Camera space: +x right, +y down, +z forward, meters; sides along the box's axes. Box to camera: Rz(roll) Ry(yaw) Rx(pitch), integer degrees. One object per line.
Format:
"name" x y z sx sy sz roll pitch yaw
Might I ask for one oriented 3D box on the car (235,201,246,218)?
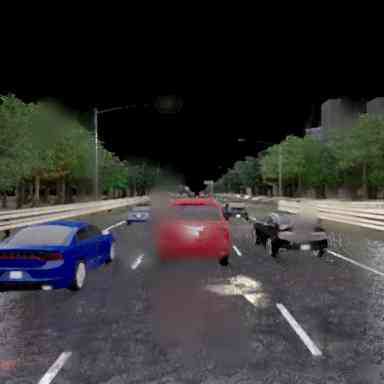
"car" 3.578 1.552 28.005 1.837 1.490 4.892 0 1 0

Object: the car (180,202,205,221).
"car" 0.080 1.608 28.406 1.994 1.385 4.181 0 0 0

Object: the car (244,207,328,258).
"car" 3.572 1.525 12.857 2.128 1.511 4.902 0 0 0

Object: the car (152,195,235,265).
"car" 0.068 1.254 11.931 2.150 2.045 5.566 0 0 0

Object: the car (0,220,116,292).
"car" -3.457 1.501 9.059 1.882 1.535 5.008 0 0 1

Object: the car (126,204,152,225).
"car" -3.452 1.597 24.159 2.033 1.411 5.357 0 0 0
